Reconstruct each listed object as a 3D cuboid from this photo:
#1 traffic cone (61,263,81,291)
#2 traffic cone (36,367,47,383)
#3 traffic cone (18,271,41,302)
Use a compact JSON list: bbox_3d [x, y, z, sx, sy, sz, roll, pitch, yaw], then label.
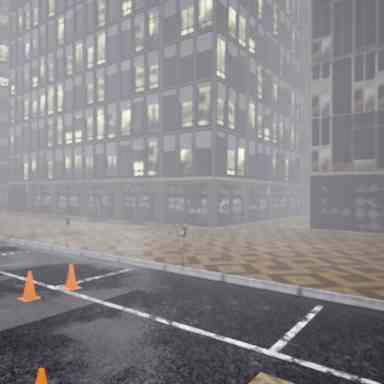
[{"bbox_3d":[-2.892,2.008,7.956,0.340,0.580,0.340,0,-1,36],"label":"traffic cone"},{"bbox_3d":[-1.439,1.977,3.171,0.340,0.580,0.340,0,-1,36],"label":"traffic cone"},{"bbox_3d":[-3.483,1.999,7.149,0.340,0.580,0.340,0,-1,36],"label":"traffic cone"}]
